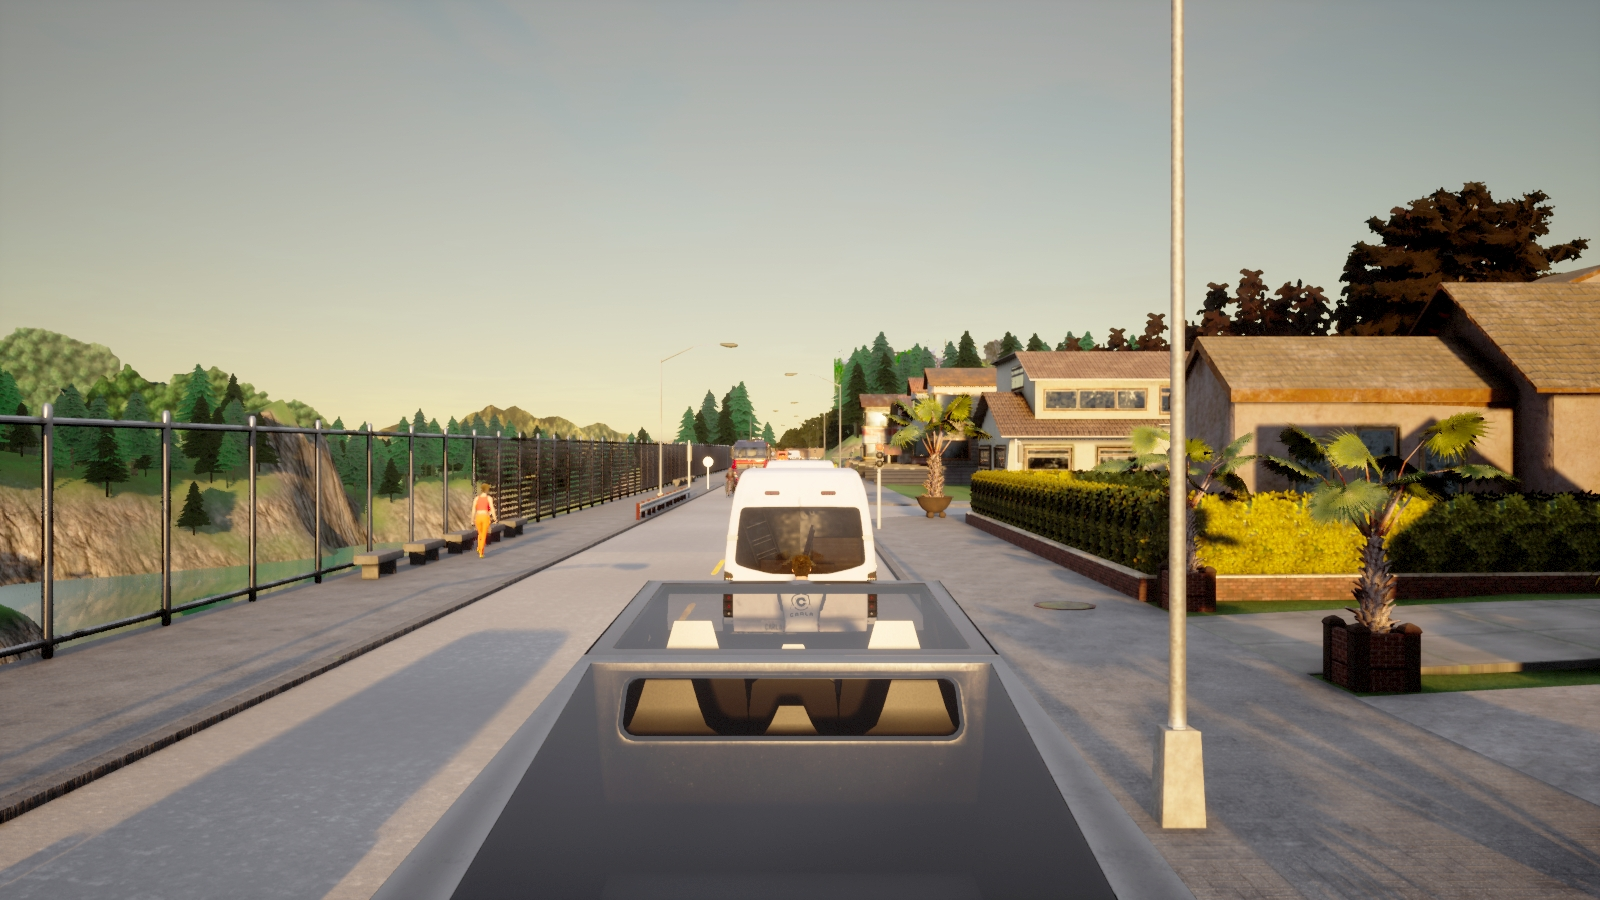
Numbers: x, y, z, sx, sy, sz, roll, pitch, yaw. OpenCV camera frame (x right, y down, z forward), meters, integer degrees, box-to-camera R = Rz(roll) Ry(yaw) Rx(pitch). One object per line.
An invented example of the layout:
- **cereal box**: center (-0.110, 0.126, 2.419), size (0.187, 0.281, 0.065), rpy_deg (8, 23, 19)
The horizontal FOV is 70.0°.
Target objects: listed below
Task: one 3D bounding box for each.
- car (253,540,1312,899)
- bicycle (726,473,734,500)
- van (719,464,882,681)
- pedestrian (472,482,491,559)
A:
- **car**: center (-0.034, 1.751, 5.716), size (2.390, 2.098, 6.274), rpy_deg (0, 0, 0)
- **bicycle**: center (-3.970, 2.035, 64.662), size (0.329, 1.471, 1.835), rpy_deg (0, 0, 0)
- **van**: center (0.009, 1.528, 16.844), size (1.988, 2.561, 5.915), rpy_deg (0, 0, 0)
- **pedestrian**: center (-7.854, 1.733, 28.190), size (0.375, 1.860, 0.375), rpy_deg (0, 0, 0)
